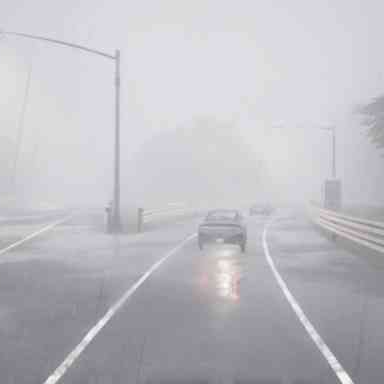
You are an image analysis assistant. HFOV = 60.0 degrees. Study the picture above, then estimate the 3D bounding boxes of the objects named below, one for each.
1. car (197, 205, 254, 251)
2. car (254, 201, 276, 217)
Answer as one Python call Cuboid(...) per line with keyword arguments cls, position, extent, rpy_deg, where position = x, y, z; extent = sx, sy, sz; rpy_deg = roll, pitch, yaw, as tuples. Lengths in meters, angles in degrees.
Cuboid(cls="car", position=(1.428, 1.502, 14.191), extent=(2.128, 1.511, 4.902), rpy_deg=(0, 0, 11))
Cuboid(cls="car", position=(6.959, 1.598, 32.544), extent=(1.994, 1.385, 4.181), rpy_deg=(0, 0, 23))
